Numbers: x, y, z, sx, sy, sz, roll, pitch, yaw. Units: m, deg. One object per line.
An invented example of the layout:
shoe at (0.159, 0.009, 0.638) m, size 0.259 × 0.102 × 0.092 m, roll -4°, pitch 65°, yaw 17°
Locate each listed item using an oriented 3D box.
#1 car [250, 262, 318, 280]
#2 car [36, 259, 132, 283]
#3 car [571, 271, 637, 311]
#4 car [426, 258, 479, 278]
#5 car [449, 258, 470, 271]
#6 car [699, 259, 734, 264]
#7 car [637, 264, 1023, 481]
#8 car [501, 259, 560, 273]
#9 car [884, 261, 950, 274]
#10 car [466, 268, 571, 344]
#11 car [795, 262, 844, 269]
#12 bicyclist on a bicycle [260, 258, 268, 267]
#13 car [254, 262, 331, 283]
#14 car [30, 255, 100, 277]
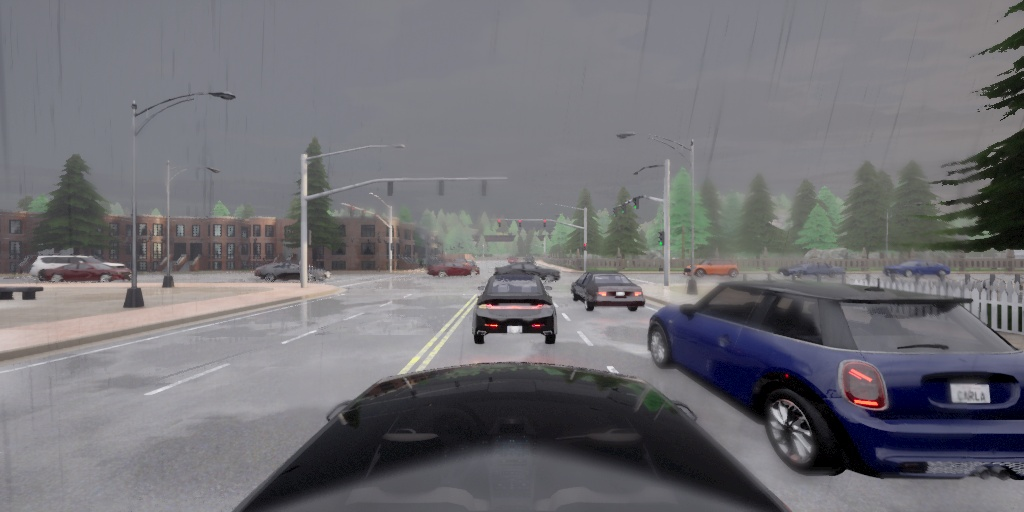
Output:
car at (-19.400, 1.276, 30.679) m, size 4.674 × 1.442 × 1.812 m, roll 0°, pitch 0°, yaw -1°
car at (-31.311, 1.227, 26.775) m, size 5.008 × 1.535 × 1.882 m, roll 0°, pitch 0°, yaw -8°
car at (3.604, 1.297, 14.361) m, size 2.033 × 1.411 × 5.357 m, roll 0°, pitch 0°, yaw 0°
car at (-5.483, 1.228, 33.495) m, size 5.008 × 1.535 × 1.882 m, roll 0°, pitch 1°, yaw -31°
car at (-7.021, 1.102, 48.325) m, size 2.097 × 1.767 × 4.553 m, roll 0°, pitch 0°, yaw 0°
car at (18.760, 1.102, 33.950) m, size 4.553 × 1.767 × 2.097 m, roll 0°, pitch 0°, yaw 0°
car at (3.607, 1.102, 4.943) m, size 2.097 × 1.767 × 4.553 m, roll 0°, pitch 0°, yaw 0°
car at (1.119, 1.227, 26.930) m, size 5.008 × 1.535 × 1.882 m, roll 0°, pitch 0°, yaw 2°
car at (38.162, 1.228, 33.890) m, size 5.008 × 1.535 × 1.882 m, roll 0°, pitch 0°, yaw 0°
car at (0.075, 1.242, 9.533) m, size 2.128 × 1.511 × 4.902 m, roll 0°, pitch 0°, yaw 1°
car at (28.285, 1.297, 33.921) m, size 5.357 × 1.411 × 2.033 m, roll 0°, pitch 0°, yaw 1°
bicyclist on a bicycle at (-28.753, 1.053, 41.650) m, size 0.582 × 1.620 × 1.656 m, roll 0°, pitch 0°, yaw -1°
car at (-16.354, 1.241, 27.171) m, size 4.902 × 1.511 × 2.128 m, roll 0°, pitch 0°, yaw 0°
car at (-35.655, 0.973, 29.694) m, size 5.566 × 2.045 × 2.150 m, roll 0°, pitch 0°, yaw -13°
